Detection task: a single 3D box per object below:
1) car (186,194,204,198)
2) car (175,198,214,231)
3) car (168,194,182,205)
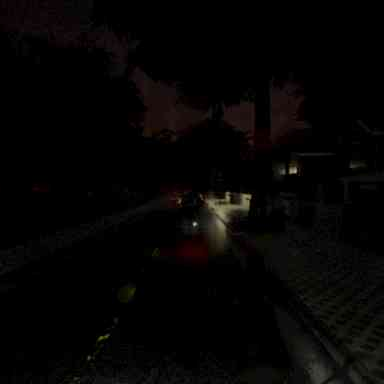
[{"bbox_3d":[0.354,0.973,38.699,2.097,1.767,4.553,0,1,1],"label":"car"},{"bbox_3d":[0.193,1.327,19.247,1.837,1.490,4.892,0,1,1],"label":"car"},{"bbox_3d":[-2.407,1.016,47.625,1.882,1.535,5.008,0,1,0],"label":"car"}]
